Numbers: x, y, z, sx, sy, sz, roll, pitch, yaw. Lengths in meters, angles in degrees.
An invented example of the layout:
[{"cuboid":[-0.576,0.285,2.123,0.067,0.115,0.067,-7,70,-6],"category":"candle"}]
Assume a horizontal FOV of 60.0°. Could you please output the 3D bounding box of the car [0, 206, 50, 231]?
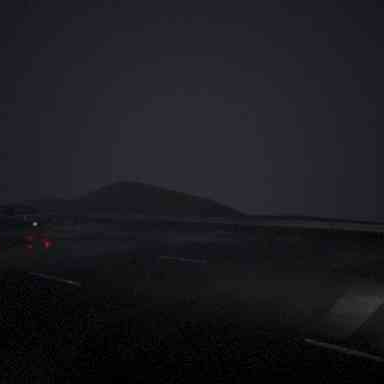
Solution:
[{"cuboid":[-10.625,1.467,19.492,4.718,1.301,1.895,0,1,29],"category":"car"}]
